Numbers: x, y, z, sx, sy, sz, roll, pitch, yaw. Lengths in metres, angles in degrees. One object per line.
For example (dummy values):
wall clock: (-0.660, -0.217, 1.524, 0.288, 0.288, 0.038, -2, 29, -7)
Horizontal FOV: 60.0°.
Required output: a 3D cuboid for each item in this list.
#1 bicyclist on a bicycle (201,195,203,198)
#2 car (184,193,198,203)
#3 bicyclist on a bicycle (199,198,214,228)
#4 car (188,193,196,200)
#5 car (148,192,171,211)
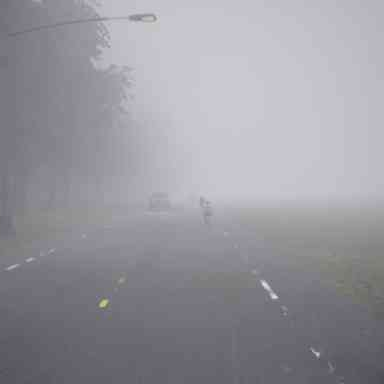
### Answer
bicyclist on a bicycle: (0.948, 1.190, 32.018, 0.659, 1.776, 1.843, 0, 1, 0)
car: (0.075, 1.164, 57.052, 2.033, 1.411, 5.357, 0, 0, 0)
bicyclist on a bicycle: (0.961, 1.335, 20.270, 0.866, 1.612, 1.509, 0, 0, 0)
car: (-0.031, 0.991, 73.725, 1.812, 1.442, 4.674, 0, 1, 0)
car: (-3.613, 0.998, 37.567, 2.150, 2.045, 5.566, 0, 0, 0)
